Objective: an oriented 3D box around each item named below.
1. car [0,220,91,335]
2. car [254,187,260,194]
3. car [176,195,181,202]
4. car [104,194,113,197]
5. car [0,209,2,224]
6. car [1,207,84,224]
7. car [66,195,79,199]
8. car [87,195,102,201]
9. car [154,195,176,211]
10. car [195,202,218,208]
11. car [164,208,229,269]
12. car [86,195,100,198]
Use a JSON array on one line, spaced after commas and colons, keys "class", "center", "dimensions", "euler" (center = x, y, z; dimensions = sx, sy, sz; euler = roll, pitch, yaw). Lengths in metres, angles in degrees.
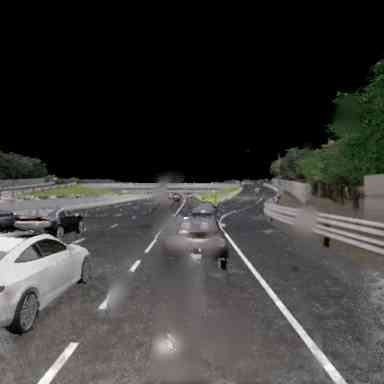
[{"class": "car", "center": [-3.489, 1.530, 6.590], "dimensions": [1.812, 1.442, 4.674], "euler": [0, 0, 0]}, {"class": "car", "center": [17.933, -0.227, 91.691], "dimensions": [2.128, 1.511, 4.902], "euler": [0, 3, 12]}, {"class": "car", "center": [-3.483, 1.444, 72.777], "dimensions": [1.882, 1.535, 5.008], "euler": [0, 0, 0]}, {"class": "car", "center": [-21.061, 1.368, 84.016], "dimensions": [1.882, 1.535, 5.008], "euler": [0, 0, 0]}, {"class": "car", "center": [-10.357, 1.575, 17.516], "dimensions": [1.994, 1.385, 4.181], "euler": [0, 0, 0]}, {"class": "car", "center": [-6.860, 1.502, 16.475], "dimensions": [2.128, 1.511, 4.902], "euler": [0, 0, 0]}, {"class": "car", "center": [-24.459, 1.492, 68.141], "dimensions": [1.837, 1.490, 4.892], "euler": [0, 0, 0]}, {"class": "car", "center": [-24.561, 1.430, 83.978], "dimensions": [2.033, 1.411, 5.357], "euler": [0, 0, 0]}, {"class": "car", "center": [-3.399, 1.378, 40.852], "dimensions": [2.097, 1.767, 4.553], "euler": [0, 0, 0]}, {"class": "car", "center": [1.267, 1.584, 29.838], "dimensions": [1.994, 1.385, 4.181], "euler": [0, 0, 9]}, {"class": "car", "center": [0.124, 1.498, 11.154], "dimensions": [2.128, 1.511, 4.902], "euler": [0, 0, 0]}, {"class": "car", "center": [-20.959, 1.588, 68.151], "dimensions": [1.895, 1.301, 4.718], "euler": [0, 0, 0]}]
